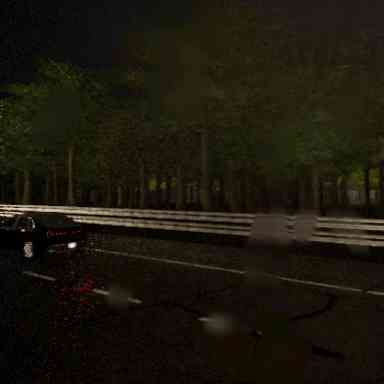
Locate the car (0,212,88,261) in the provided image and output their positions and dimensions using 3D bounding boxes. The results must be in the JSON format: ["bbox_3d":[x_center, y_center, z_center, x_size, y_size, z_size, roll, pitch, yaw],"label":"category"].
[{"bbox_3d":[-5.938,1.525,12.409,4.892,1.490,1.837,0,0,36],"label":"car"}]
